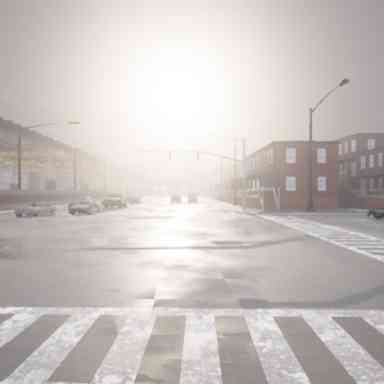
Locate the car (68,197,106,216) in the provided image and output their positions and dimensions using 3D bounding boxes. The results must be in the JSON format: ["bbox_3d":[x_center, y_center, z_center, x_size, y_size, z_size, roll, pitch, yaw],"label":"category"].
[{"bbox_3d":[-10.567,1.530,33.198,2.033,1.411,5.357,0,0,0],"label":"car"}]

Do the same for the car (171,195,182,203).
[{"bbox_3d":[-3.369,1.316,70.227,2.097,1.767,4.553,0,0,0],"label":"car"}]

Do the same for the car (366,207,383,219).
[{"bbox_3d":[17.059,1.533,26.669,5.357,1.411,2.033,0,0,0],"label":"car"}]

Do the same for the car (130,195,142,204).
[{"bbox_3d":[-10.500,1.472,62.261,1.837,1.490,4.892,0,0,1],"label":"car"}]

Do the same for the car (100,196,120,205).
[{"bbox_3d":[-14.023,1.462,57.314,2.128,1.511,4.902,0,0,0],"label":"car"}]

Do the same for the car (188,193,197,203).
[{"bbox_3d":[0.162,1.511,69.657,2.033,1.411,5.357,0,0,0],"label":"car"}]

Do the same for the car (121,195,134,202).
[{"bbox_3d":[-13.935,1.405,72.631,1.882,1.535,5.008,0,0,0],"label":"car"}]

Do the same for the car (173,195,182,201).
[{"bbox_3d":[-3.427,1.436,80.513,1.882,1.535,5.008,0,0,0],"label":"car"}]

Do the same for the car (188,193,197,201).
[{"bbox_3d":[0.072,1.183,80.290,2.150,2.045,5.566,0,0,0],"label":"car"}]

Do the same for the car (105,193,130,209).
[{"bbox_3d":[-10.551,1.198,45.990,2.150,2.045,5.566,0,0,0],"label":"car"}]

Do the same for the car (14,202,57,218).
[{"bbox_3d":[-14.072,1.585,30.090,1.895,1.301,4.718,0,0,0],"label":"car"}]
